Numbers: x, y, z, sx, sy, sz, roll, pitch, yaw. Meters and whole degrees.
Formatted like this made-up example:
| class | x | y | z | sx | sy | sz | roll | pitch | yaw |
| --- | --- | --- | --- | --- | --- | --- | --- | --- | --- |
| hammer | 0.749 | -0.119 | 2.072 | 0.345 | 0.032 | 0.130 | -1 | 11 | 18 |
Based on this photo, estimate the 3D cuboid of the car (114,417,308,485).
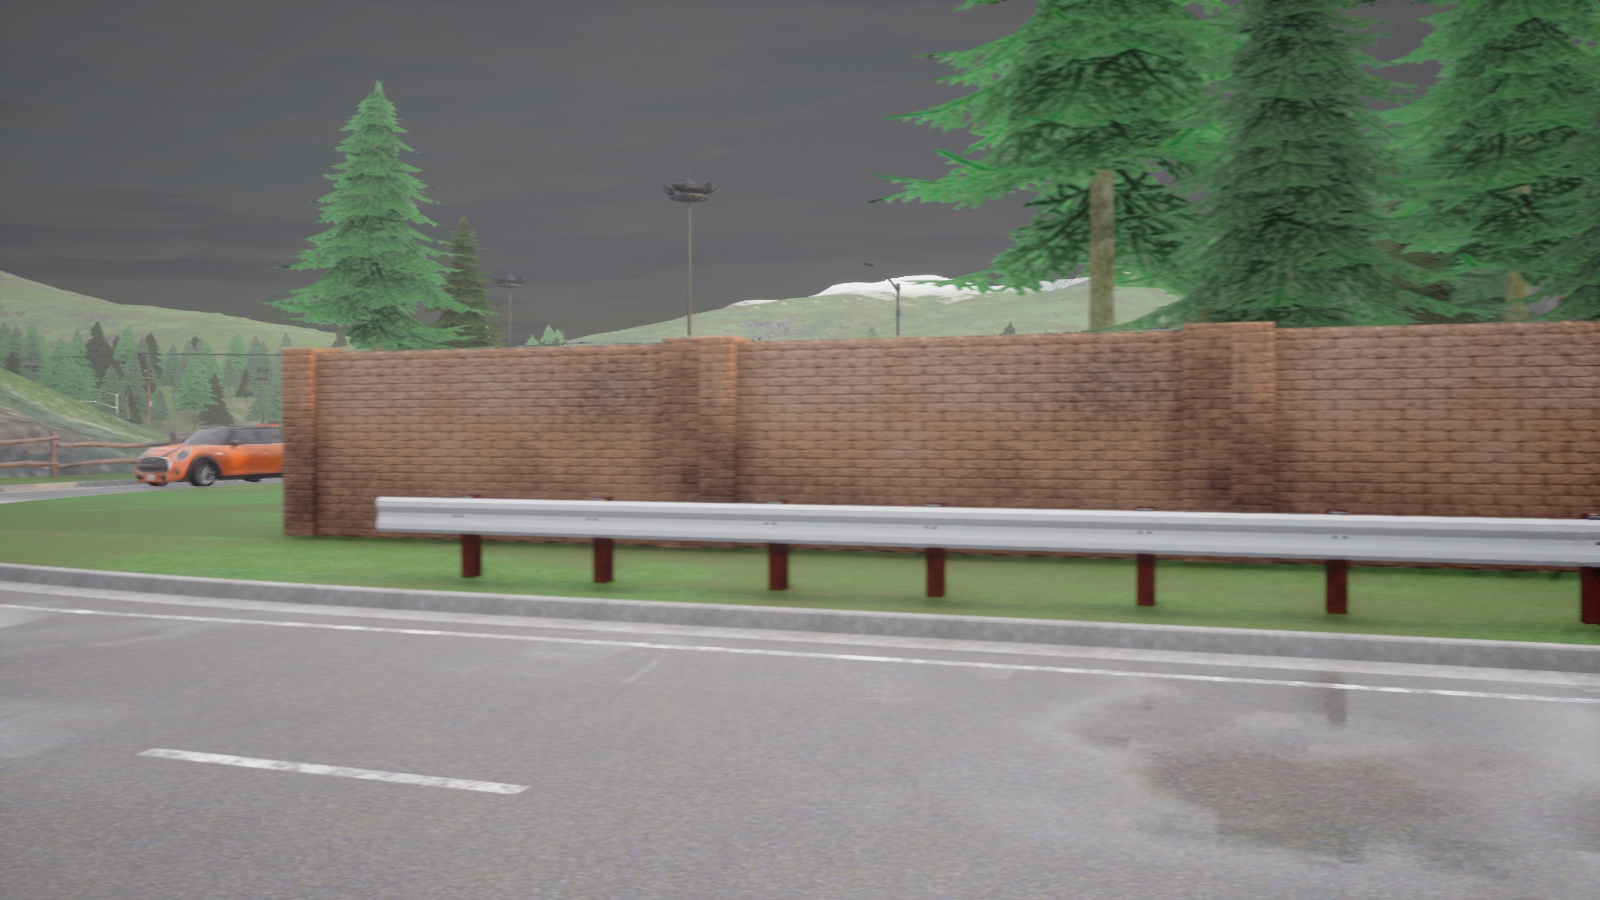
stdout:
| class | x | y | z | sx | sy | sz | roll | pitch | yaw |
| --- | --- | --- | --- | --- | --- | --- | --- | --- | --- |
| car | -16.290 | -0.008 | 34.996 | 2.097 | 1.767 | 4.553 | 1 | 1 | 28 |
